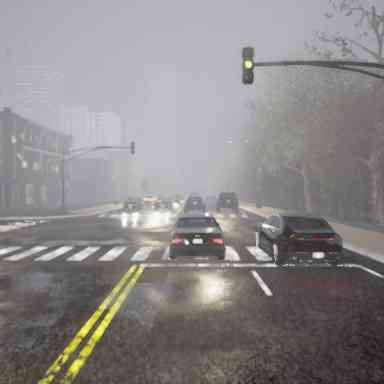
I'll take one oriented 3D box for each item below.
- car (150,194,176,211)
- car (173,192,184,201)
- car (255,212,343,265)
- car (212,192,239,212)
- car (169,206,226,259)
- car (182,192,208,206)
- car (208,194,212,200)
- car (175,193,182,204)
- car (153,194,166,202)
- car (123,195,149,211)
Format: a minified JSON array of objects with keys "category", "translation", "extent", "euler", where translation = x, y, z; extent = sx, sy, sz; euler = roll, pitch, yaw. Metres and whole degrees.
[{"category":"car","translation":[-3.157,1.268,36.955],"extent":[2.128,1.511,4.902],"euler":[0,0,-3]},{"category":"car","translation":[-2.816,0.926,68.911],"extent":[2.097,1.767,4.553],"euler":[0,0,0]},{"category":"car","translation":[3.424,1.437,11.390],"extent":[1.837,1.490,4.892],"euler":[0,1,0]},{"category":"car","translation":[3.571,1.008,35.117],"extent":[2.150,2.045,5.566],"euler":[0,0,0]},{"category":"car","translation":[0.177,1.474,12.275],"extent":[2.033,1.411,5.357],"euler":[0,0,0]},{"category":"car","translation":[0.318,1.142,34.535],"extent":[2.097,1.767,4.553],"euler":[0,0,0]},{"category":"car","translation":[3.667,1.085,66.503],"extent":[2.128,1.511,4.902],"euler":[0,0,0]},{"category":"car","translation":[-2.961,1.163,53.926],"extent":[2.128,1.511,4.902],"euler":[0,0,1]},{"category":"car","translation":[-6.134,1.178,62.951],"extent":[1.994,1.385,4.181],"euler":[0,1,1]},{"category":"car","translation":[-6.371,1.270,36.598],"extent":[2.128,1.511,4.902],"euler":[0,0,-1]}]
